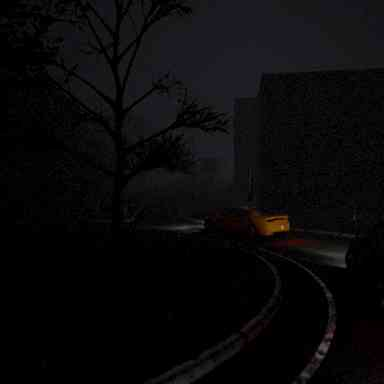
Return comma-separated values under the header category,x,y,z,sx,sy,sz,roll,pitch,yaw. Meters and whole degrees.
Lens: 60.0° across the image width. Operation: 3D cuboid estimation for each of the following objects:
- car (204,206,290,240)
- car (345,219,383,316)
category,x,y,z,sx,sy,sz,roll,pitch,yaw
car,2.659,1.470,17.284,1.882,1.535,5.008,0,0,-37
car,4.863,1.347,7.275,2.097,1.767,4.553,0,0,17
